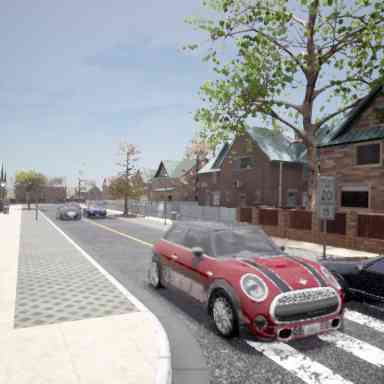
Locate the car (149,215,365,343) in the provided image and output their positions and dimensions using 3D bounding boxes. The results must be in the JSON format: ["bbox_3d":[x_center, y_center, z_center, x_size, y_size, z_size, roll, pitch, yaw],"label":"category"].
[{"bbox_3d":[0.760,1.430,6.890,2.097,1.767,4.553,2,-1,-27],"label":"car"}]

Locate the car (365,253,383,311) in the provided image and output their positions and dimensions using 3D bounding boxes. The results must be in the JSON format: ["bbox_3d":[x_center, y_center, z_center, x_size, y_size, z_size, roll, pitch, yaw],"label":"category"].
[{"bbox_3d":[4.533,1.690,5.956,2.033,1.411,5.357,2,-1,-27],"label":"car"}]

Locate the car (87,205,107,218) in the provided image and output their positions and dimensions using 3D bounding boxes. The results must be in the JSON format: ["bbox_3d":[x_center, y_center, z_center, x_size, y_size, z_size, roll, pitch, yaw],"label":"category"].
[{"bbox_3d":[-10.576,2.058,35.620,1.895,1.301,4.718,2,-1,-27],"label":"car"}]

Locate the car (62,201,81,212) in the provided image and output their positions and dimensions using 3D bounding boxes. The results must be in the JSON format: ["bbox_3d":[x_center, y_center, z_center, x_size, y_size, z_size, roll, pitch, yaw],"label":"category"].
[{"bbox_3d":[-18.681,2.208,51.529,2.033,1.411,5.357,2,-2,-27],"label":"car"}]

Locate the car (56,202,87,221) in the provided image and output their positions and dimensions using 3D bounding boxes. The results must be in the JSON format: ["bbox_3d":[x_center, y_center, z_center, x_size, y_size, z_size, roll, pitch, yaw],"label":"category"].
[{"bbox_3d":[-11.511,1.825,30.990,2.128,1.511,4.902,2,-1,-27],"label":"car"}]
